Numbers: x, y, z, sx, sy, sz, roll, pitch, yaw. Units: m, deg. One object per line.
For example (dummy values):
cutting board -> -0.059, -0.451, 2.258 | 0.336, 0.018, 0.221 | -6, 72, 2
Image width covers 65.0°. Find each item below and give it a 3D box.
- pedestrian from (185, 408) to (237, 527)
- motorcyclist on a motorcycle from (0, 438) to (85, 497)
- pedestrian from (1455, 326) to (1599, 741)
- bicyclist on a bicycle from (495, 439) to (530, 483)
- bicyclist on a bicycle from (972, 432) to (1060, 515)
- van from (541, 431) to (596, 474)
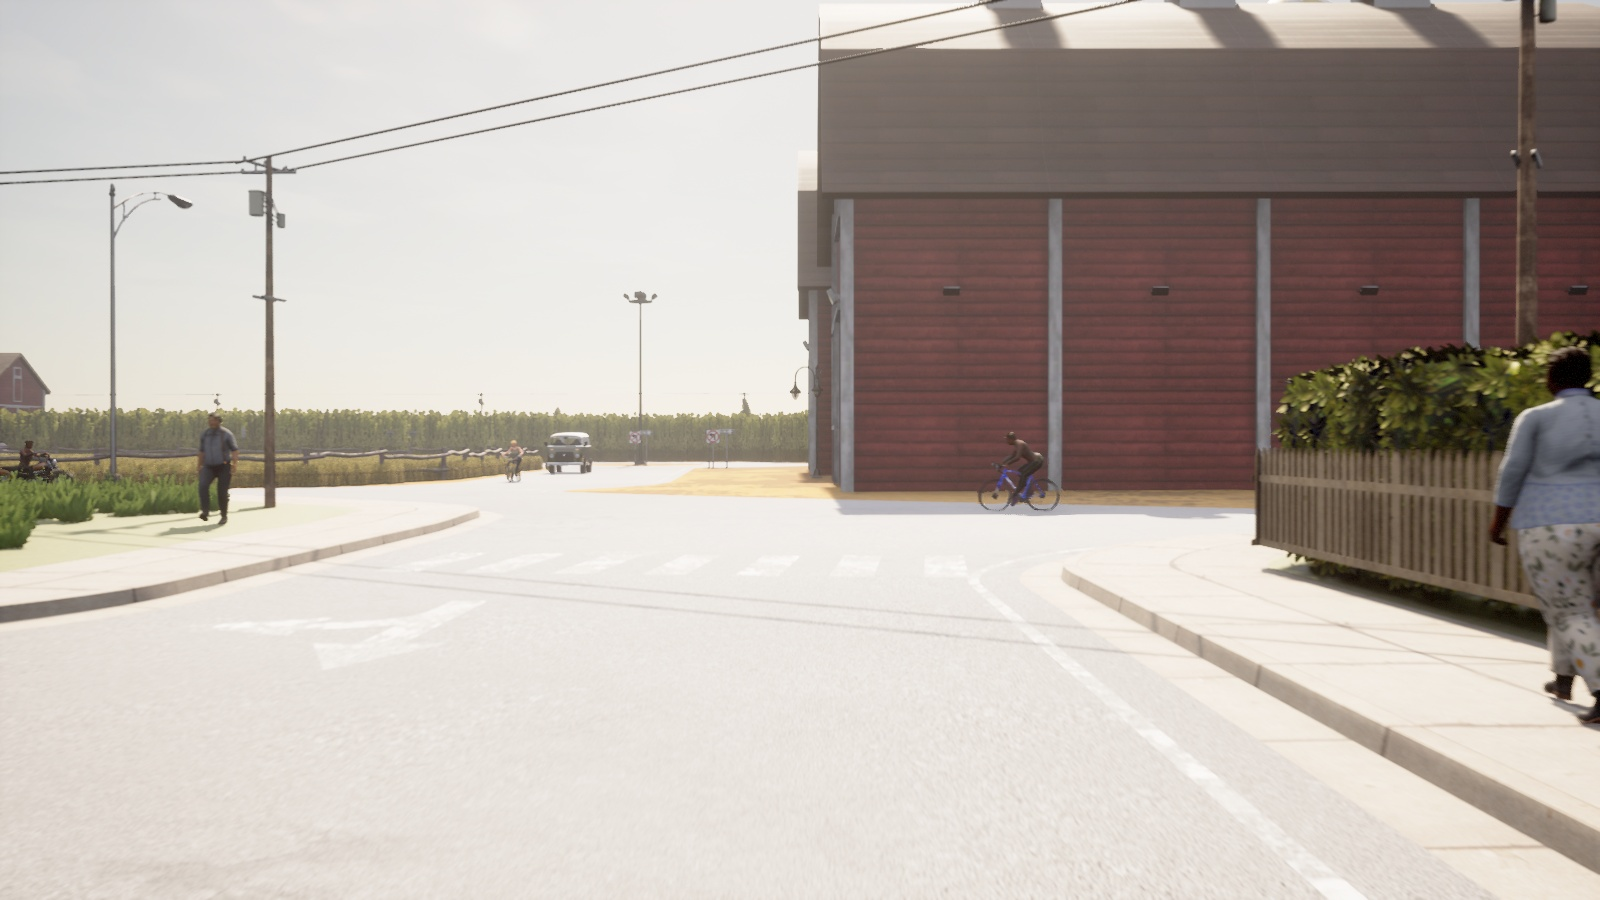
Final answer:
pedestrian -> -9.302, 0.265, 19.853 | 0.540, 1.848, 0.694 | 0, 0, -6
motorcyclist on a motorcycle -> -21.668, 0.479, 35.612 | 2.350, 1.649, 0.766 | 0, 0, 1
pedestrian -> 3.793, 0.371, 6.033 | 0.874, 1.855, 0.900 | 0, 0, 7
bicyclist on a bicycle -> -10.929, 0.405, 47.794 | 0.866, 1.612, 1.509 | -1, 0, 6
bicyclist on a bicycle -> 4.345, 0.469, 25.308 | 1.656, 1.620, 0.582 | 0, 2, 0
van -> -11.392, 0.111, 62.108 | 2.069, 2.038, 4.480 | 0, 0, -3
